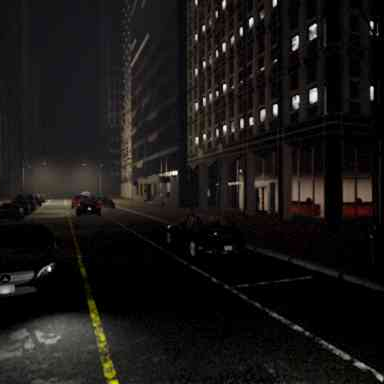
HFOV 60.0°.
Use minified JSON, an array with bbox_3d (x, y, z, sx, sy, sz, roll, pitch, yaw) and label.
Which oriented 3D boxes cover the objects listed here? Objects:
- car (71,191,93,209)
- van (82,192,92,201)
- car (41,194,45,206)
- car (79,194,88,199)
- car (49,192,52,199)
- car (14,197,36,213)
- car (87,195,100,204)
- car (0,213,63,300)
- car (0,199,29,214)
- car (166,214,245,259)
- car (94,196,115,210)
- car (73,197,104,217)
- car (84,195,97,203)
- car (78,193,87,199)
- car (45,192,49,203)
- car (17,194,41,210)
[{"bbox_3d":[-13.854,1.115,41.385,2.097,1.767,4.553,0,1,-21],"label":"car"},{"bbox_3d":[-22.144,0.897,69.855,1.690,1.788,3.998,0,0,-21],"label":"van"},{"bbox_3d":[-21.943,1.190,46.263,1.967,1.590,4.097,0,0,-21],"label":"car"},{"bbox_3d":[-26.005,1.064,79.760,1.802,1.307,4.206,0,0,-21],"label":"car"},{"bbox_3d":[-37.676,0.995,86.629,1.887,1.381,4.507,0,0,-21],"label":"car"},{"bbox_3d":[-15.750,1.395,30.370,1.887,1.381,4.507,0,0,-21],"label":"car"},{"bbox_3d":[-16.196,1.247,54.593,1.802,1.307,4.206,0,0,-21],"label":"car"},{"bbox_3d":[-4.218,1.489,8.175,1.812,1.442,4.674,0,0,-21],"label":"car"},{"bbox_3d":[-13.685,1.464,25.073,1.802,1.307,4.206,0,0,-21],"label":"car"},{"bbox_3d":[0.320,1.471,12.216,2.008,1.369,4.403,0,0,-21],"label":"car"},{"bbox_3d":[-10.064,1.295,38.860,1.752,1.417,4.829,0,0,-21],"label":"car"},{"bbox_3d":[-9.353,1.395,29.853,1.994,1.385,4.181,0,0,-21],"label":"car"},{"bbox_3d":[-18.261,1.173,59.890,1.887,1.381,4.507,0,0,-21],"label":"car"},{"bbox_3d":[-27.995,0.967,84.868,1.752,1.417,4.829,0,0,-21],"label":"car"},{"bbox_3d":[-26.073,1.116,56.858,1.967,1.590,4.097,0,0,-21],"label":"car"},{"bbox_3d":[-17.813,1.133,35.666,2.192,1.841,5.009,0,0,-21],"label":"car"}]
